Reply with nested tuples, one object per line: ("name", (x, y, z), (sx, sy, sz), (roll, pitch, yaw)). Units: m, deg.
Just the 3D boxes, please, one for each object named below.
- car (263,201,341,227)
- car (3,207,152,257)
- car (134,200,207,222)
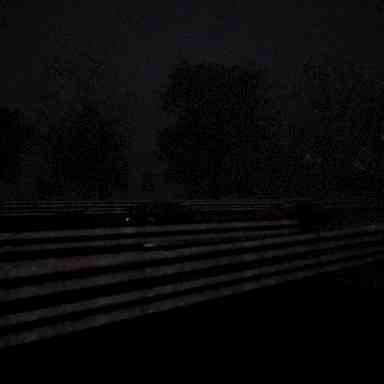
("car", (6.577, 1.259, 19.652), (5.008, 1.535, 1.882), (0, 0, -26))
("car", (-3.696, 1.317, 10.665), (4.181, 1.385, 1.994), (0, 0, -27))
("car", (-1.455, 1.271, 19.614), (4.892, 1.490, 1.837), (0, 0, -26))
